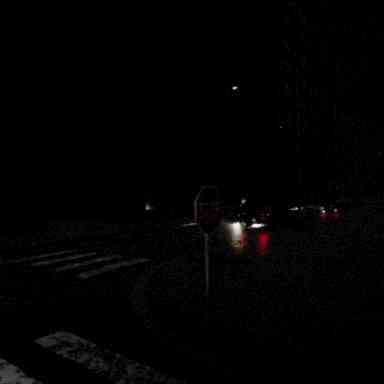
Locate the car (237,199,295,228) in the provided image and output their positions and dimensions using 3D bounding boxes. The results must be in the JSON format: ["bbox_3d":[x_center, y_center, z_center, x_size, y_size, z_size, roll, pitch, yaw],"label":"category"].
[{"bbox_3d":[4.762,1.334,20.263,1.812,1.442,4.674,-2,0,36],"label":"car"}]

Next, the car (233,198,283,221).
[{"bbox_3d":[5.301,1.310,26.072,1.882,1.535,5.008,-2,0,36],"label":"car"}]

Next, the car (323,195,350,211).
[{"bbox_3d":[15.148,1.170,34.719,2.128,1.511,4.902,-2,-1,36],"label":"car"}]

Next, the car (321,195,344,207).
[{"bbox_3d":[19.192,1.187,45.238,1.837,1.490,4.892,-2,-1,36],"label":"car"}]
